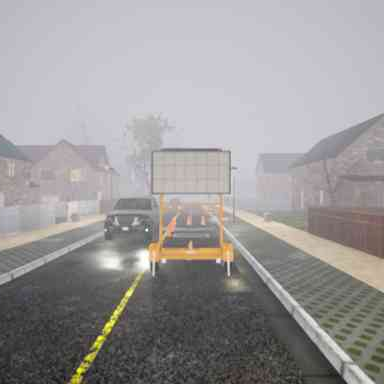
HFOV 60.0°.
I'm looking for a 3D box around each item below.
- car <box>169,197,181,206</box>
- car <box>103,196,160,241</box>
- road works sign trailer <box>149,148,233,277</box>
[{"bbox_3d":[-2.974,1.706,58.733,1.882,1.535,5.008,0,-1,0],"label":"car"},{"bbox_3d":[-2.893,1.238,17.176,2.150,2.045,5.566,0,0,0],"label":"car"},{"bbox_3d":[-0.026,0.468,10.221,2.380,3.560,2.880,0,0,0],"label":"road works sign trailer"}]
